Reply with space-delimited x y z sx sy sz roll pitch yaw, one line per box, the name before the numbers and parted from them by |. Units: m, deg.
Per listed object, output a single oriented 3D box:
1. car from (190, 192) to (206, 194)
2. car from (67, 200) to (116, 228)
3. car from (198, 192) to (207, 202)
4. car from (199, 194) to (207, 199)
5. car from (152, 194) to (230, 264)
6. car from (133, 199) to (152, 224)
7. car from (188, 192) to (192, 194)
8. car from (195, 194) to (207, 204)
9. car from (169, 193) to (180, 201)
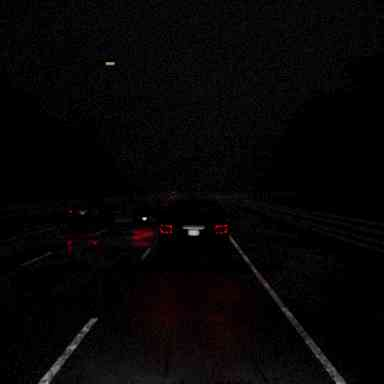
car | 1.171 1.291 47.647 2.097 1.767 4.553 0 0 3
car | -6.638 1.340 22.478 2.097 1.767 4.553 0 0 1
car | 2.436 1.080 75.531 2.150 2.045 5.566 0 0 3
car | 3.121 1.379 95.323 2.033 1.411 5.357 0 0 1
car | 0.083 1.221 11.937 2.150 2.045 5.566 0 0 1
car | -3.090 1.495 24.556 1.837 1.490 4.892 0 0 2
car | -1.229 1.369 69.765 1.837 1.490 4.892 0 0 3
car | 1.705 1.252 59.482 2.097 1.767 4.553 0 0 3
car | -4.279 1.191 82.328 2.097 1.767 4.553 0 0 2
